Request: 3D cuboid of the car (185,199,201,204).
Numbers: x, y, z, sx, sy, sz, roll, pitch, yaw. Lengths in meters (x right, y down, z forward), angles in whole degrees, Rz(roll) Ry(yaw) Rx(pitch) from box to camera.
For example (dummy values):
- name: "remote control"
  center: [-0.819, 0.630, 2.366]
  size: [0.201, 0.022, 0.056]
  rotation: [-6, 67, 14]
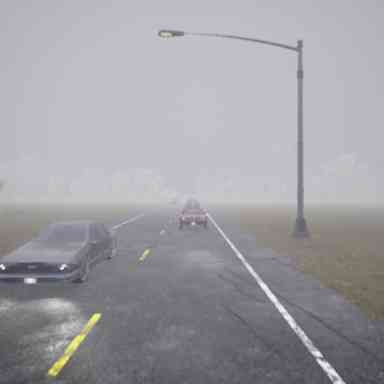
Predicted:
- name: "car"
  center: [0.089, 1.624, 43.277]
  size: [2.097, 1.767, 4.553]
  rotation: [0, 0, 0]

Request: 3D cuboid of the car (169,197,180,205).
- name: "car"
  center: [-3.521, 1.779, 67.704]
  size: [2.097, 1.767, 4.553]
  rotation: [0, -1, 0]

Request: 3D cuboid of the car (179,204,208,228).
- name: "car"
  center: [0.092, 1.750, 23.486]
  size: [1.895, 1.301, 4.718]
  rotation: [0, 0, 0]

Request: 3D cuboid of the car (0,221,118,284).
- name: "car"
  center: [-3.603, 1.612, 10.073]
  size: [2.033, 1.411, 5.357]
  rotation: [0, 0, 0]
